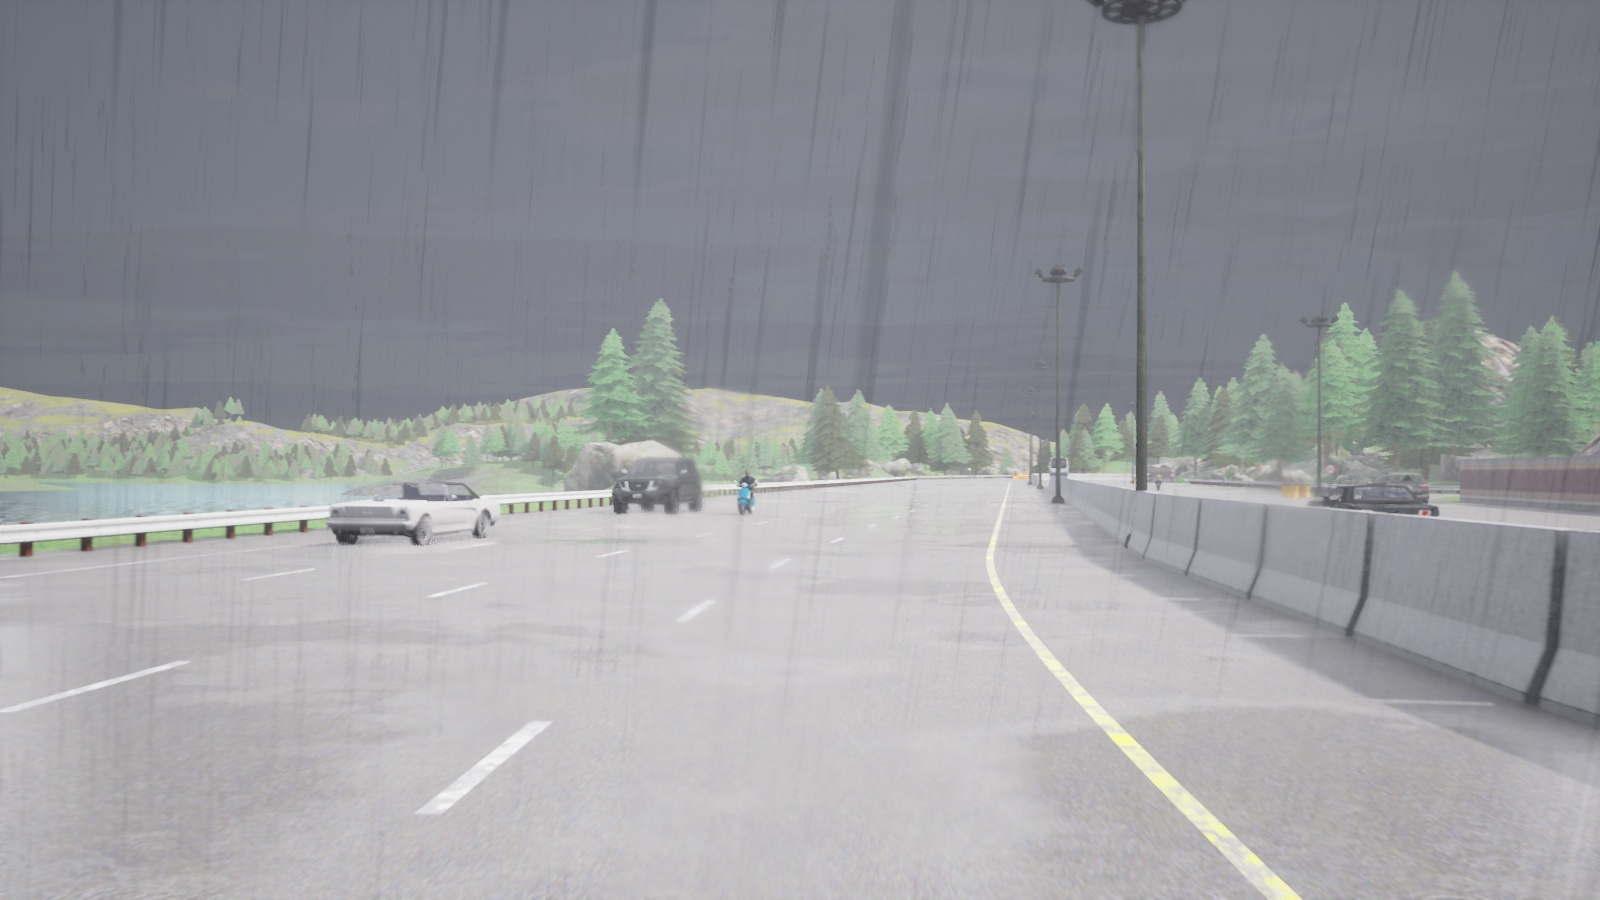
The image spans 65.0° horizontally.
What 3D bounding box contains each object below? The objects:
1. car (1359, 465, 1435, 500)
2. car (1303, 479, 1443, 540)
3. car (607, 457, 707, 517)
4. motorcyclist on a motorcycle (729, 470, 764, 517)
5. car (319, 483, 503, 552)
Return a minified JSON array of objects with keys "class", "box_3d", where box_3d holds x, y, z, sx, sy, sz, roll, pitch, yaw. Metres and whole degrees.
[{"class":"car","box_3d":[29.782,1.604,62.829,2.242,1.667,4.611,0,-1,9]},{"class":"car","box_3d":[13.536,1.367,29.967,1.895,1.301,4.718,0,-1,10]},{"class":"car","box_3d":[-5.087,1.317,45.706,2.150,2.045,5.566,0,-1,10]},{"class":"motorcyclist on a motorcycle","box_3d":[-1.848,1.509,43.866,0.866,1.590,1.817,0,-1,10]},{"class":"car","box_3d":[-8.241,1.399,27.113,1.895,1.301,4.718,0,-1,9]}]
